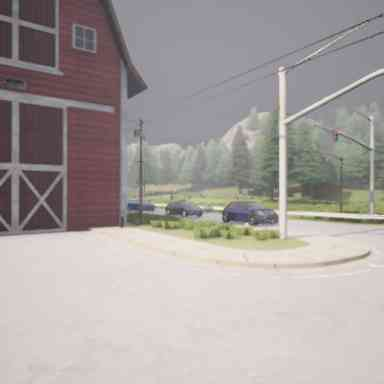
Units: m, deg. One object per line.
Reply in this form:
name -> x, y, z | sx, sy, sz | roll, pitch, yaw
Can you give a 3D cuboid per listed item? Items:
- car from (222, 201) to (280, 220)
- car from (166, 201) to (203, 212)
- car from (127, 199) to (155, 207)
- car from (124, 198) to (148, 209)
car -> 4.314, 1.468, 24.825 | 2.097, 1.767, 4.553 | 0, 0, -34
car -> -0.791, 1.642, 32.263 | 1.837, 1.490, 4.892 | 0, 0, -34
car -> -6.188, 1.637, 40.140 | 1.882, 1.535, 5.008 | 0, 0, -35
car -> -8.510, 1.716, 50.047 | 1.812, 1.442, 4.674 | 0, 0, -34
